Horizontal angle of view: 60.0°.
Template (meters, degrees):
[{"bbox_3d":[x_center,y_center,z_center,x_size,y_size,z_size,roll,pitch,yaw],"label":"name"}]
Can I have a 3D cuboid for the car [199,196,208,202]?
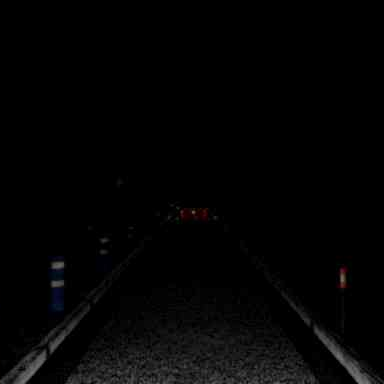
[{"bbox_3d":[3.011,1.886,88.992,2.231,1.521,4.892,0,0,0],"label":"car"}]

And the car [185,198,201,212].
[{"bbox_3d":[0.107,1.637,42.969,1.882,1.535,5.008,0,0,0],"label":"car"}]

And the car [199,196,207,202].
[{"bbox_3d":[3.011,1.936,94.549,2.163,1.488,4.792,0,0,0],"label":"car"}]

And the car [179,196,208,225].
[{"bbox_3d":[0.105,1.426,25.003,2.097,1.767,4.553,0,0,0],"label":"car"}]

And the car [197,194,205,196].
[{"bbox_3d":[3.010,1.862,83.344,2.231,1.521,4.892,0,0,0],"label":"car"}]
